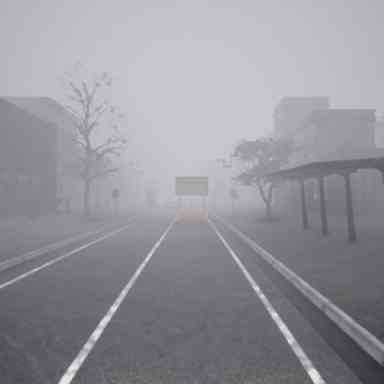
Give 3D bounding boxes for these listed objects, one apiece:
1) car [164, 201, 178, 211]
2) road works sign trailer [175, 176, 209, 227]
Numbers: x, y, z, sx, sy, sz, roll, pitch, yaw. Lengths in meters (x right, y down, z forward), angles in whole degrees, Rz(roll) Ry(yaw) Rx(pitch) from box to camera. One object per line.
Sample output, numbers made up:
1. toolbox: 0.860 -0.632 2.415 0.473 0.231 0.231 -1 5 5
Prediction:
1. car: -3.098 2.045 50.130 2.033 1.411 5.357 0 -1 0
2. road works sign trailer: -0.007 0.631 23.994 2.380 3.560 2.880 0 -1 0
